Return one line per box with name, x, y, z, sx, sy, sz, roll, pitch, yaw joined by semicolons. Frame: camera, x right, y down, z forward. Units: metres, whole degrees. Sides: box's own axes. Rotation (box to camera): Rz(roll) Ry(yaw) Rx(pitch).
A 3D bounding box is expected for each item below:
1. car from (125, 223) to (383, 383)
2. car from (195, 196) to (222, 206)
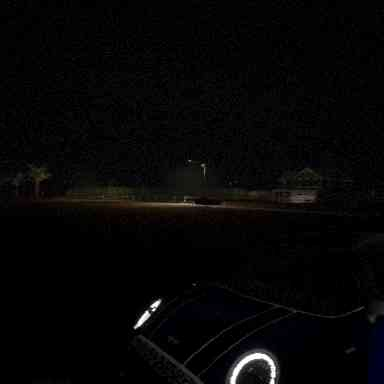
car;1.507;1.351;4.134;4.553;1.767;2.097;0;0;-35
car;2.297;1.323;48.291;1.812;1.442;4.674;2;-1;-36
